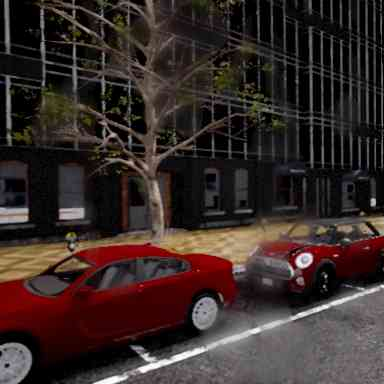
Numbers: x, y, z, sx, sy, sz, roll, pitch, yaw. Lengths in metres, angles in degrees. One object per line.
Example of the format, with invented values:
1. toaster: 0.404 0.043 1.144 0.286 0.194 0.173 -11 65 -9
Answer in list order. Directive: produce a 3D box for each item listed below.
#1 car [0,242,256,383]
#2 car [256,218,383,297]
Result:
1. car: -1.327 1.542 5.168 4.507 1.381 1.887 0 -1 -35
2. car: 3.271 1.431 8.447 4.097 1.590 1.967 0 -1 -35
